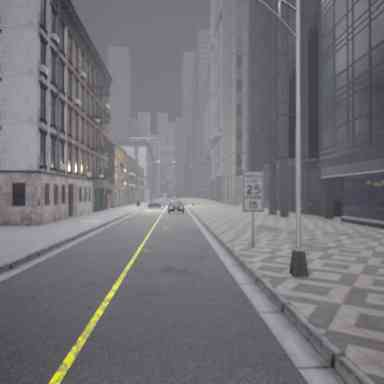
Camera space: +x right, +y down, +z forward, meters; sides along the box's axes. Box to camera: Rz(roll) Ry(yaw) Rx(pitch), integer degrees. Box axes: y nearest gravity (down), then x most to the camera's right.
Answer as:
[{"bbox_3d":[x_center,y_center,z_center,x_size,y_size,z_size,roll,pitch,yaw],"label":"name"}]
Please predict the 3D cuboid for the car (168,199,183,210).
[{"bbox_3d":[-2.401,1.759,49.137,2.128,1.511,4.902,0,0,-2],"label":"car"}]

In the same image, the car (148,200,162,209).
[{"bbox_3d":[-5.603,1.876,50.262,1.895,1.301,4.718,0,0,-3],"label":"car"}]

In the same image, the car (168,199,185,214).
[{"bbox_3d":[-1.846,1.809,38.962,1.895,1.301,4.718,0,0,-3],"label":"car"}]
